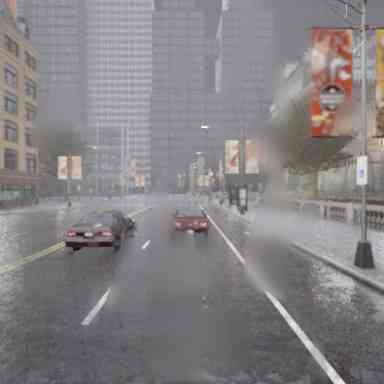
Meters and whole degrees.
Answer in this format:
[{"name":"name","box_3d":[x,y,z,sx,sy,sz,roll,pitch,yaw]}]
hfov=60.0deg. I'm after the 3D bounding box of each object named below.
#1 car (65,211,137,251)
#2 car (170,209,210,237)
[{"name":"car","box_3d":[-3.558,1.490,13.887,2.033,1.411,5.357,0,0,-1]},{"name":"car","box_3d":[-0.101,1.522,17.508,1.895,1.301,4.718,0,0,-1]}]
